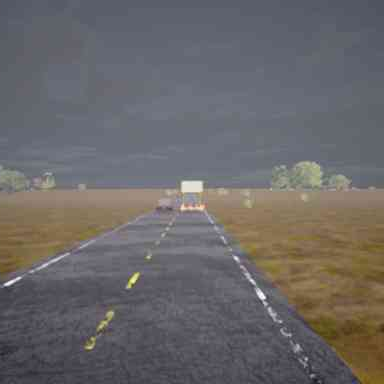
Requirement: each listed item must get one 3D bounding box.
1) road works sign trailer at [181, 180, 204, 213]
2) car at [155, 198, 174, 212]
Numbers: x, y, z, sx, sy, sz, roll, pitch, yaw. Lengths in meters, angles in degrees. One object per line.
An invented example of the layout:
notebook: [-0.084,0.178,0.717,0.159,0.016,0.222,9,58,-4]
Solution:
road works sign trailer: [0.004,0.465,36.289,2.380,3.560,2.880,0,0,0]
car: [-3.085,1.478,38.415,1.882,1.535,5.008,0,0,0]
